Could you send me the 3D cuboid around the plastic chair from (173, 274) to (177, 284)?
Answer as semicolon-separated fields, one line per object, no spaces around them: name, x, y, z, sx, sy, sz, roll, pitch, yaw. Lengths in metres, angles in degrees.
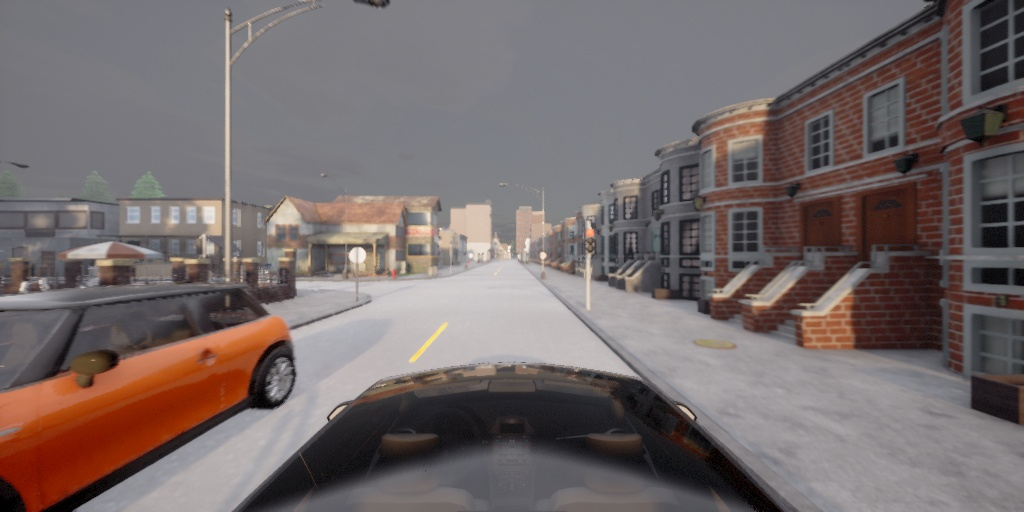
plastic chair;-13.050;1.329;13.429;0.730;1.272;0.750;0;0;-40

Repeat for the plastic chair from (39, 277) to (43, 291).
plastic chair;-15.080;1.329;11.952;0.730;1.272;0.750;0;0;-40

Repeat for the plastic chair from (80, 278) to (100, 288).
plastic chair;-13.345;1.329;11.664;0.750;1.272;0.730;0;0;-40

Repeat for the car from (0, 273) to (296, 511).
car;-4.083;1.101;3.112;2.097;1.767;4.553;0;0;0

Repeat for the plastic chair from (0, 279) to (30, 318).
plastic chair;-12.613;1.294;8.938;0.730;1.272;0.750;0;0;-40

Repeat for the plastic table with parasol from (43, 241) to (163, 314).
plastic table with parasol;-14.082;0.726;12.685;2.482;2.480;2.482;0;0;-40

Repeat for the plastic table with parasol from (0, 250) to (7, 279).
plastic table with parasol;-13.644;0.694;8.194;2.482;2.480;2.482;0;0;-40
